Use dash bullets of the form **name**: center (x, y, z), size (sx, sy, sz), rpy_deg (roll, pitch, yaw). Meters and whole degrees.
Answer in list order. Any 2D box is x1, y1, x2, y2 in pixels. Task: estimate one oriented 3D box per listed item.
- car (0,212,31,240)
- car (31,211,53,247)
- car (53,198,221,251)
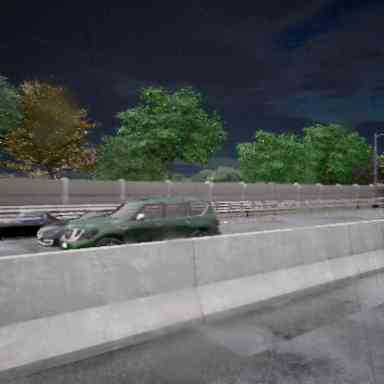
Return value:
- **car**: center (-7.823, 1.604, 15.608), size (4.718, 1.301, 1.895), rpy_deg (0, 0, -35)
- **car**: center (-3.865, 1.512, 14.129), size (4.892, 1.490, 1.837), rpy_deg (0, 0, -35)
- **car**: center (-1.527, 1.228, 11.500), size (5.566, 2.045, 2.150), rpy_deg (0, 0, -35)
